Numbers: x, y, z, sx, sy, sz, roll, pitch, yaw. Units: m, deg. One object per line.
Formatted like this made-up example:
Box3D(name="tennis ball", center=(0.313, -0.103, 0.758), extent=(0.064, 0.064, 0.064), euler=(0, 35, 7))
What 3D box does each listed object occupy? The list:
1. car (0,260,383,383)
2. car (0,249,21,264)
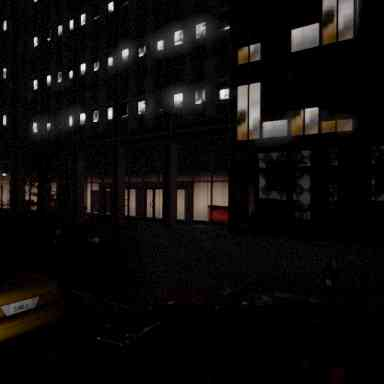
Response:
Box3D(name="car", center=(0.555, 1.440, 2.470), extent=(4.097, 1.590, 1.967), euler=(0, 1, 36))
Box3D(name="car", center=(-4.202, 1.524, 5.880), extent=(4.829, 1.417, 1.752), euler=(0, 1, 36))
